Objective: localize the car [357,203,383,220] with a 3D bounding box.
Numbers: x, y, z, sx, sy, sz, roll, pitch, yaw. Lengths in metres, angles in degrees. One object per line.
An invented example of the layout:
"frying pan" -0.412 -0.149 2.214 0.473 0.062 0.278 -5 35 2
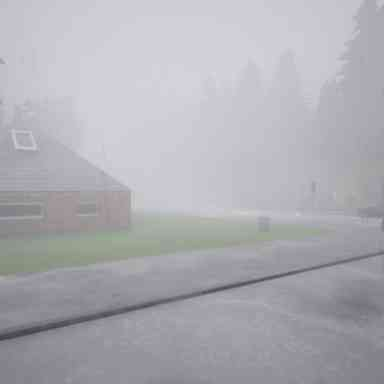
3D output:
"car" 15.475 1.514 26.135 1.812 1.442 4.674 0 0 -33

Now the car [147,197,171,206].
"car" -5.578 1.536 55.761 2.033 1.411 5.357 0 0 -35

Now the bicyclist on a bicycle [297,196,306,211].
"bicyclist on a bicycle" 12.417 1.335 37.838 1.656 1.620 0.582 0 0 -35

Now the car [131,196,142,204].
"car" -11.232 1.514 63.593 1.812 1.442 4.674 0 0 -35
